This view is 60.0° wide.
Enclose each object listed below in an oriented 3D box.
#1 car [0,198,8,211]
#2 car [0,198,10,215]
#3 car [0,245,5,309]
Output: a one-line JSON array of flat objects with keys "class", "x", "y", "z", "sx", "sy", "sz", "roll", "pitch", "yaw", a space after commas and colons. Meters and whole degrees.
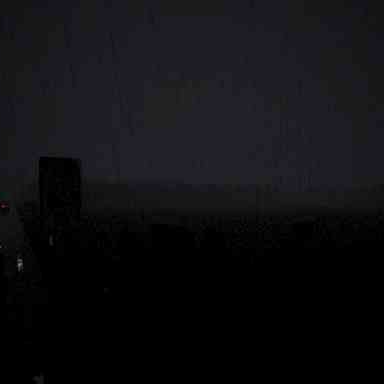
[{"class": "car", "x": -24.486, "y": 1.533, "z": 42.382, "sx": 1.812, "sy": 1.442, "sz": 4.674, "roll": 0, "pitch": 0, "yaw": -29}, {"class": "car", "x": -19.471, "y": 1.537, "z": 33.347, "sx": 1.812, "sy": 1.442, "sz": 4.674, "roll": 0, "pitch": 0, "yaw": -28}, {"class": "car", "x": -4.732, "y": 1.567, "z": 6.377, "sx": 1.994, "sy": 1.385, "sz": 4.181, "roll": 0, "pitch": 0, "yaw": -29}]
